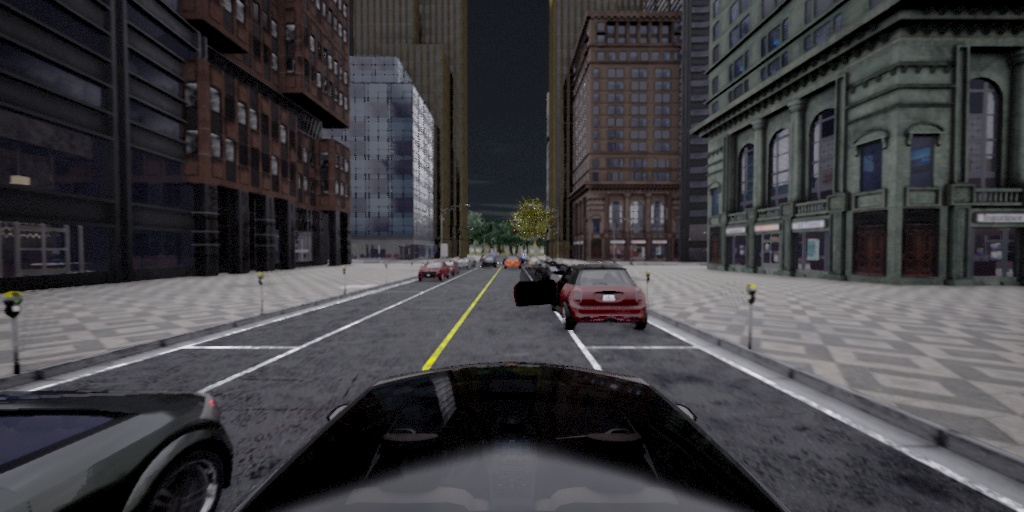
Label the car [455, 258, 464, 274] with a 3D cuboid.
[{"bbox_3d":[-5.769,1.053,32.374,1.802,1.307,4.207,0,0,0],"label":"car"}]

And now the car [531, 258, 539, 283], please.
[{"bbox_3d":[2.757,1.081,27.698,1.948,1.339,4.313,0,0,0],"label":"car"}]

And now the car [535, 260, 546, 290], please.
[{"bbox_3d":[2.758,1.130,22.494,1.948,1.339,4.313,0,0,0],"label":"car"}]

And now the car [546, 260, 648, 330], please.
[{"bbox_3d":[2.387,1.021,10.964,2.097,1.767,4.553,0,1,0],"label":"car"}]

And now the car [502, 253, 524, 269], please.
[{"bbox_3d":[0.082,0.682,46.543,2.097,1.767,4.553,0,1,0],"label":"car"}]

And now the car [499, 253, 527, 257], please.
[{"bbox_3d":[0.510,0.563,57.288,2.097,1.767,4.553,1,1,39],"label":"car"}]

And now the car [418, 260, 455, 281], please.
[{"bbox_3d":[-5.768,1.067,26.996,1.888,1.381,4.507,0,0,0],"label":"car"}]

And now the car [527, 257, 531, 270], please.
[{"bbox_3d":[2.756,1.016,32.900,2.007,1.370,4.403,0,0,0],"label":"car"}]

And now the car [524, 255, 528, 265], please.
[{"bbox_3d":[2.755,0.886,43.475,1.751,1.417,4.829,0,0,0],"label":"car"}]

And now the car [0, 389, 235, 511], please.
[{"bbox_3d":[-3.099,1.321,0.969,1.994,1.385,4.181,0,1,0],"label":"car"}]

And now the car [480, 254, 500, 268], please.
[{"bbox_3d":[-3.012,0.789,48.136,1.882,1.535,5.008,0,0,0],"label":"car"}]

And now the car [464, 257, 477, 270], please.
[{"bbox_3d":[-5.771,0.913,43.129,2.007,1.370,4.403,0,0,0],"label":"car"}]
